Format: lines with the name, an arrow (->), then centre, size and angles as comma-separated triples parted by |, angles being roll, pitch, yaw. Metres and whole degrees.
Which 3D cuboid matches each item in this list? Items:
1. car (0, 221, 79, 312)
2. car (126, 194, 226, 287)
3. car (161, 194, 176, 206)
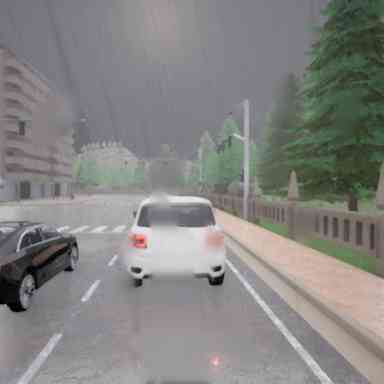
car -> -3.971, 1.399, 7.400 | 2.128, 1.511, 4.902 | 0, 1, -3
car -> -0.479, 1.110, 9.178 | 2.150, 2.045, 5.566 | 0, 1, -4
car -> -3.127, 1.000, 43.899 | 1.812, 1.442, 4.674 | 0, 1, -4
